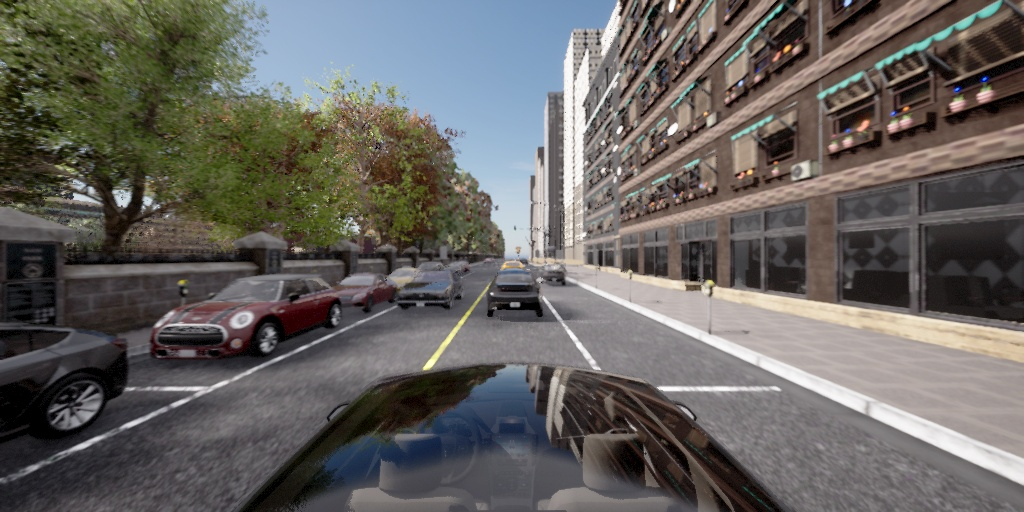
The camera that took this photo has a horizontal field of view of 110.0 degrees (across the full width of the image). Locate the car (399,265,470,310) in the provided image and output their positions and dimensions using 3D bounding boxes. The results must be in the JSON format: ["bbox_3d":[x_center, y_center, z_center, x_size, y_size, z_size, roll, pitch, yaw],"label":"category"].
[{"bbox_3d":[-3.108,1.266,14.848,2.033,1.411,5.357,0,0,0],"label":"car"}]

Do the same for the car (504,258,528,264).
[{"bbox_3d":[0.087,1.163,30.296,1.882,1.535,5.008,0,0,0],"label":"car"}]

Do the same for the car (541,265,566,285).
[{"bbox_3d":[2.678,1.248,24.900,2.007,1.370,4.403,0,0,0],"label":"car"}]

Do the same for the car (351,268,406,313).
[{"bbox_3d":[-5.697,1.303,13.816,1.802,1.307,4.207,0,0,0],"label":"car"}]

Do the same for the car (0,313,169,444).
[{"bbox_3d":[-5.693,1.313,2.739,1.948,1.339,4.313,0,0,0],"label":"car"}]

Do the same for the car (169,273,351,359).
[{"bbox_3d":[-5.695,1.174,8.278,1.967,1.591,4.097,0,0,0],"label":"car"}]

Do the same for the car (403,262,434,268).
[{"bbox_3d":[-5.700,1.234,19.185,1.751,1.417,4.829,0,0,0],"label":"car"}]

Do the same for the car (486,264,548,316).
[{"bbox_3d":[0.093,1.227,13.291,1.837,1.490,4.892,0,0,0],"label":"car"}]

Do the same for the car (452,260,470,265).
[{"bbox_3d":[-5.784,1.224,35.969,2.007,1.370,4.403,0,0,0],"label":"car"}]

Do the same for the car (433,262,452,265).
[{"bbox_3d":[-5.702,1.137,24.894,1.967,1.591,4.097,0,0,0],"label":"car"}]
